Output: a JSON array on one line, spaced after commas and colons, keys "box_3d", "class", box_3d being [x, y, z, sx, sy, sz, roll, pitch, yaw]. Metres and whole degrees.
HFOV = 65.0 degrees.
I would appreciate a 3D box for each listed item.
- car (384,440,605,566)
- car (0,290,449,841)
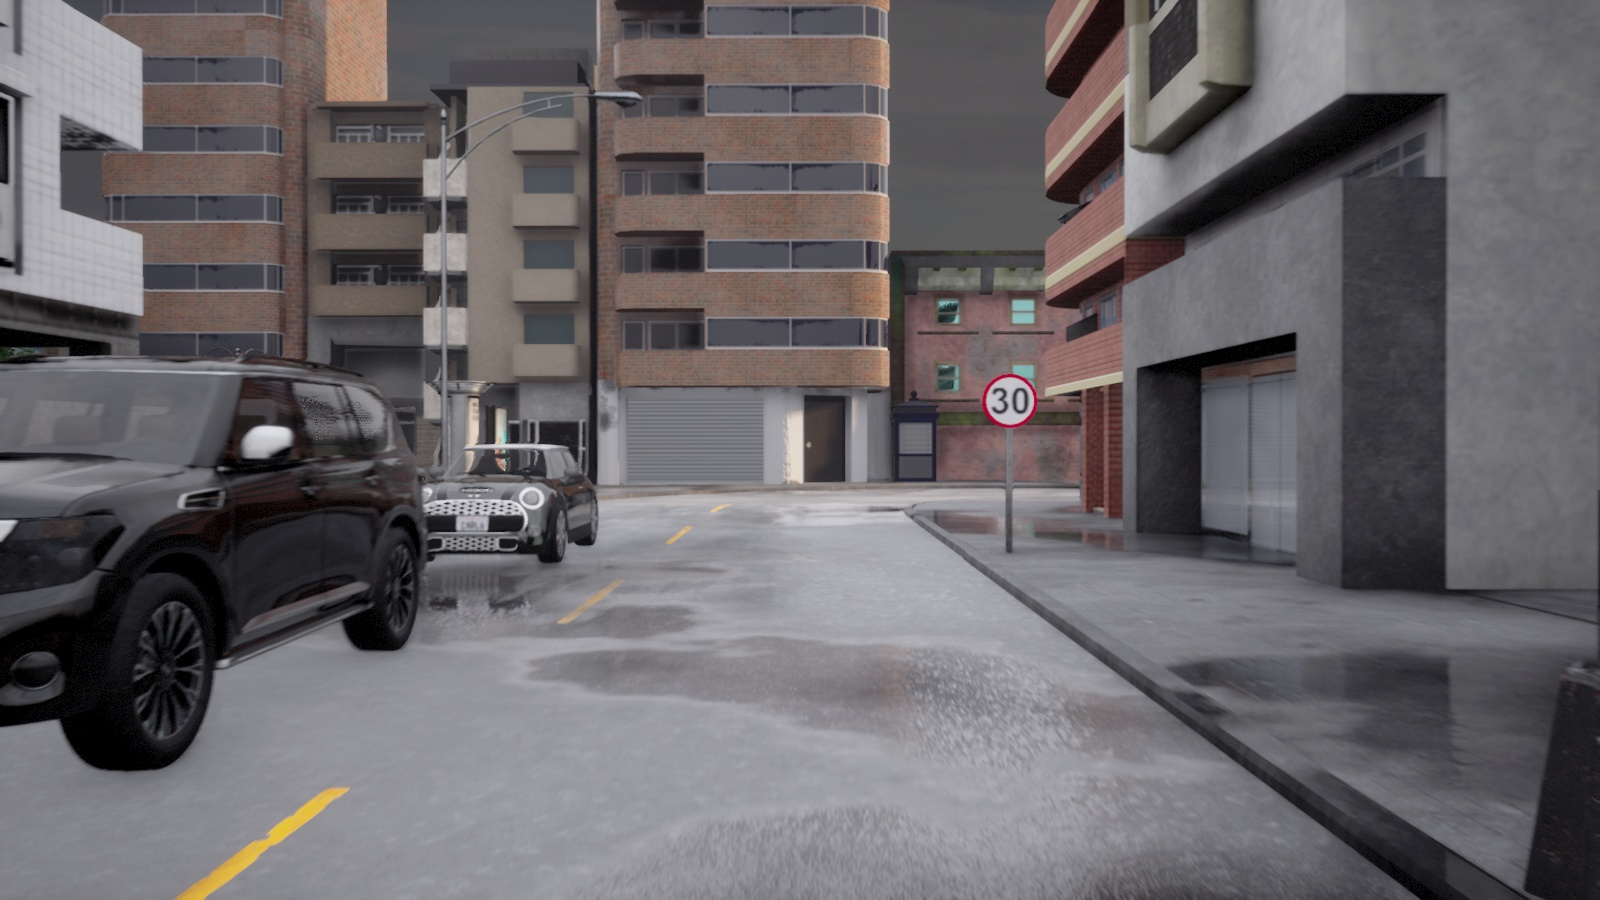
[{"box_3d": [-3.890, 0.613, 16.666, 1.970, 1.475, 3.806, 0, 0, 1], "class": "car"}, {"box_3d": [-3.943, 0.421, 7.442, 2.150, 2.045, 5.566, 0, 0, 0], "class": "car"}]
